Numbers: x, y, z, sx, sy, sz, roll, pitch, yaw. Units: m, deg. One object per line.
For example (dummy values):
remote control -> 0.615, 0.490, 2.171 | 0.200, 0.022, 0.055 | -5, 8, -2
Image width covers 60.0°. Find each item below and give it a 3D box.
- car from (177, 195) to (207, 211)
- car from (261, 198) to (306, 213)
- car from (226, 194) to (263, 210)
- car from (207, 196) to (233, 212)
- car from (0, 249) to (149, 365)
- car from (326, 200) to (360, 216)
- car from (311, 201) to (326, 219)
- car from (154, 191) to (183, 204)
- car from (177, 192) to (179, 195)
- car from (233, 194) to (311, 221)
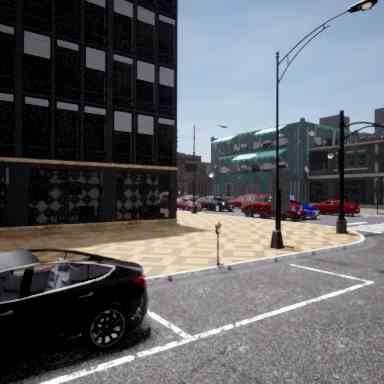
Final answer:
car -> -0.724, 1.231, 33.732 | 1.802, 1.307, 4.206 | 1, 0, -36
car -> 9.314, 1.340, 34.218 | 1.802, 1.307, 4.206 | 1, 0, -36
car -> 6.034, 1.130, 38.690 | 1.967, 1.590, 4.097 | 1, 0, -36
car -> 2.310, 1.186, 33.962 | 1.837, 1.490, 4.892 | 0, 1, -36
car -> -2.688, 1.566, 4.636 | 4.313, 1.339, 1.947 | 0, 0, -35
car -> 12.595, 1.371, 29.747 | 1.887, 1.381, 4.507 | 1, 0, -36
car -> 7.808, 1.322, 26.464 | 1.812, 1.442, 4.674 | 0, 1, -38
car -> -3.806, 0.794, 52.103 | 2.192, 1.841, 5.009 | 1, 0, -36
car -> -0.530, 1.101, 47.632 | 2.008, 1.369, 4.403 | 1, 0, -36
car -> 5.845, 1.101, 24.789 | 2.192, 1.841, 5.009 | 1, 0, -36
